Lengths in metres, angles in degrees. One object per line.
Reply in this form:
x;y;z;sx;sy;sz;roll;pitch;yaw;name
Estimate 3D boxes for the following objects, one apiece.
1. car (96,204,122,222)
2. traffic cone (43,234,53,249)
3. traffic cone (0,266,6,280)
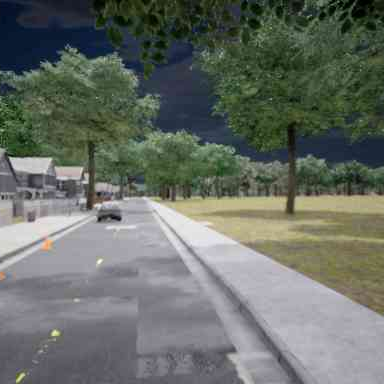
-6.999;1.704;28.075;2.033;1.411;5.357;0;0;-14;car
-6.008;2.054;13.866;0.340;0.580;0.340;0;0;-9;traffic cone
-5.227;2.031;8.928;0.340;0.580;0.340;0;0;-9;traffic cone
